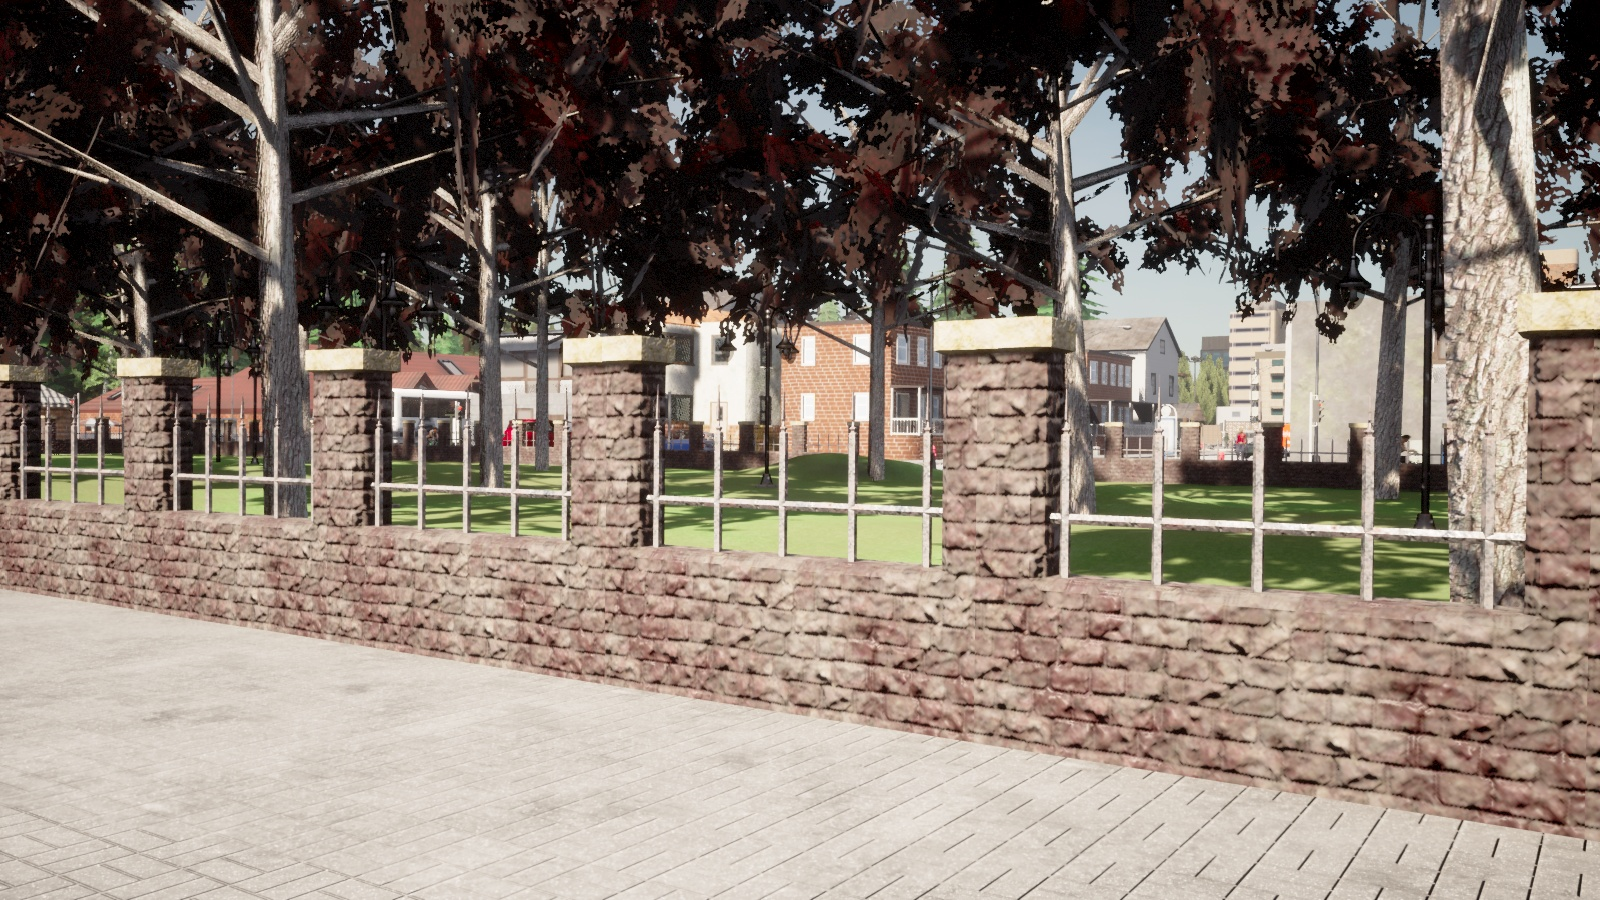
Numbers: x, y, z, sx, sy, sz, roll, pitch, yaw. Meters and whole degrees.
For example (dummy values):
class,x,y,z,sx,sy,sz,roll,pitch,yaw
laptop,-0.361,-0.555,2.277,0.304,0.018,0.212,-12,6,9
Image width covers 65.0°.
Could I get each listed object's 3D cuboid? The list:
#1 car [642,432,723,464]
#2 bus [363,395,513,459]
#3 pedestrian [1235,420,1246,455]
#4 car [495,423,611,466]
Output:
class,x,y,z,sx,sy,sz,roll,pitch,yaw
car,-5.837,-0.091,62.507,3.705,1.549,1.789,0,1,34
bus,-25.576,-1.634,89.400,3.944,4.253,10.273,0,1,30
pedestrian,23.374,-0.680,66.611,0.331,1.846,0.636,0,1,43
car,-12.168,-0.283,61.803,5.566,2.045,2.150,0,1,30
